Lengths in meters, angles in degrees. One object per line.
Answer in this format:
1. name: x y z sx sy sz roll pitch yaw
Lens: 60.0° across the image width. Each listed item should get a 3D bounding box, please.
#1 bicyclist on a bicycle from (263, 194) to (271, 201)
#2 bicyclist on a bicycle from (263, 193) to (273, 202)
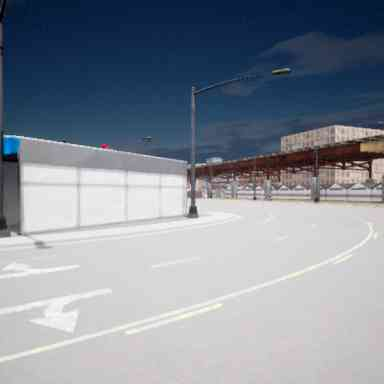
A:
1. bicyclist on a bicycle: 17.146 1.346 74.881 1.656 1.620 0.582 0 -2 -23
2. bicyclist on a bicycle: 17.439 1.191 76.367 1.656 1.620 0.582 16 5 -8
